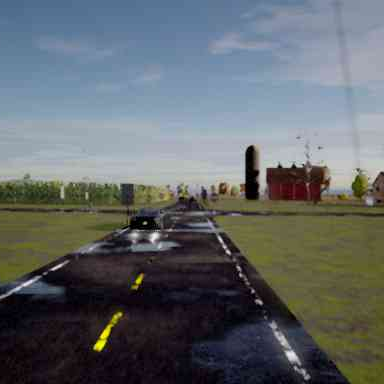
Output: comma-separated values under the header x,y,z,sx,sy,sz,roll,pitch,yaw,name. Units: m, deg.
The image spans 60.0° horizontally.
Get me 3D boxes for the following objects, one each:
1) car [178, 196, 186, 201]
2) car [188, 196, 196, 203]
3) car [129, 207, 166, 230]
x,y,z,sx,sy,sz,roll,pitch,yaw,name
-2.666,1.727,91.009,1.994,1.385,4.181,0,0,0,car
0.080,2.021,86.394,1.837,1.490,4.892,0,0,0,car
-2.793,1.674,21.742,1.994,1.385,4.181,0,0,0,car
